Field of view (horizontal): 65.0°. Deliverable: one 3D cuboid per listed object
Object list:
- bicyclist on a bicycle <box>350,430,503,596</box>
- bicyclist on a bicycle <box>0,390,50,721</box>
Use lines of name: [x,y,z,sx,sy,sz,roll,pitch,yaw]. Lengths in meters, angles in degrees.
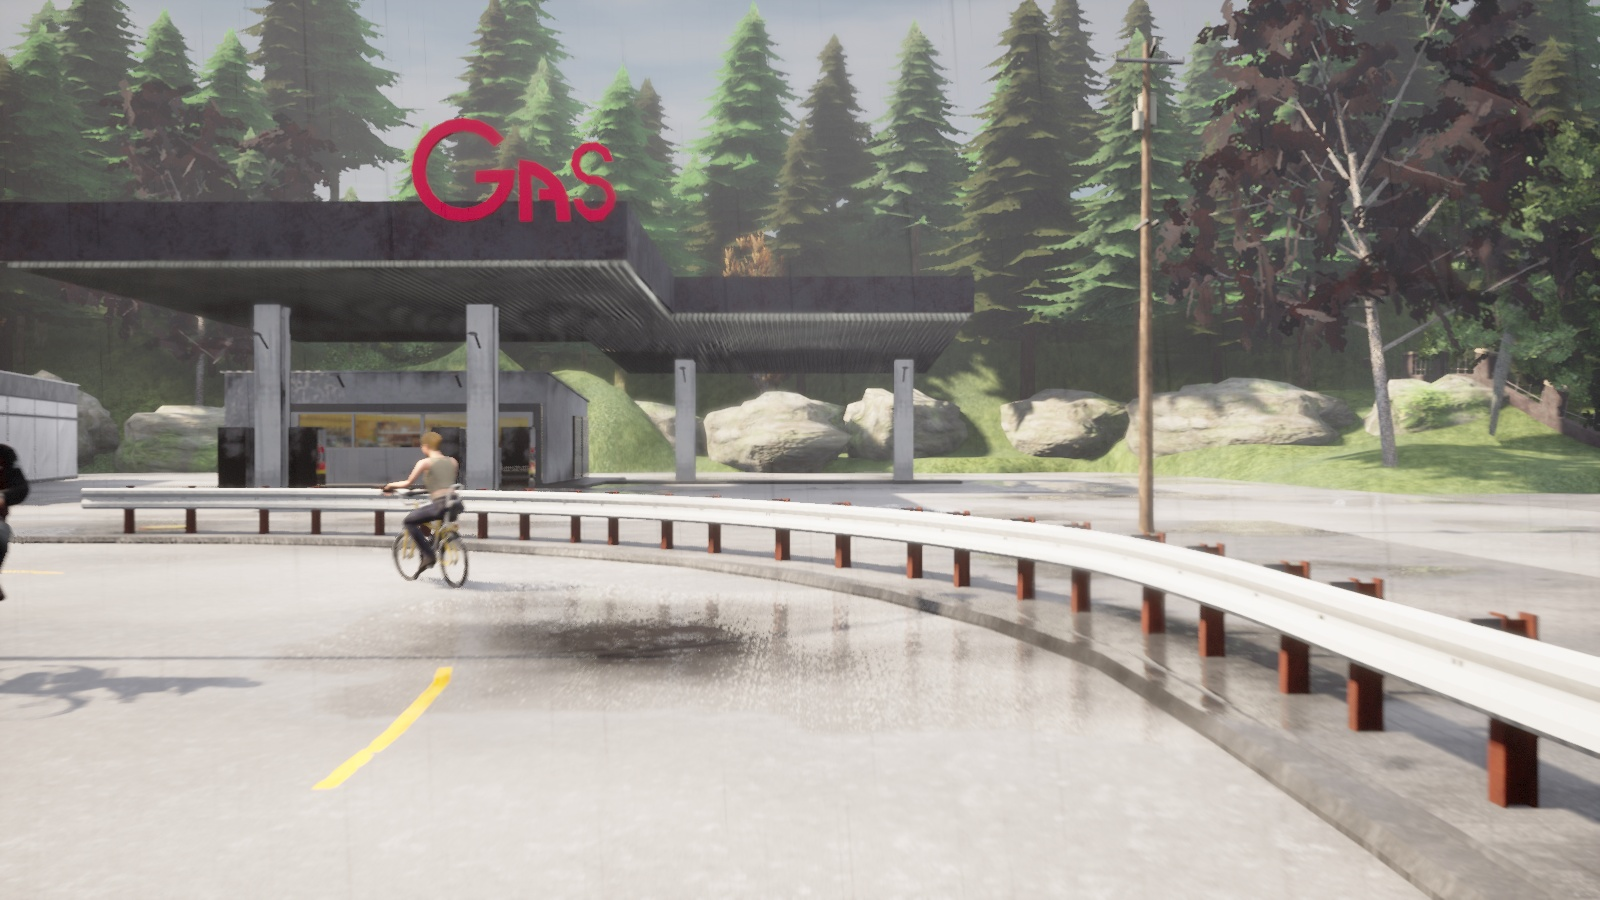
bicyclist on a bicycle: [-3.925,0.608,13.151,1.509,1.612,0.866,0,2,44]
bicyclist on a bicycle: [-4.962,0.573,7.440,0.659,1.776,1.843,-2,1,-25]
